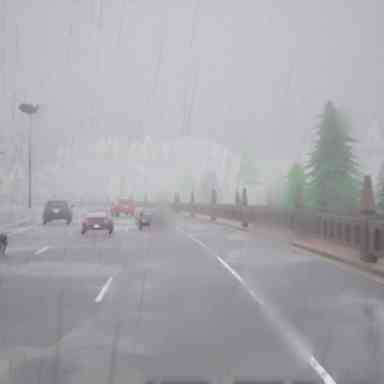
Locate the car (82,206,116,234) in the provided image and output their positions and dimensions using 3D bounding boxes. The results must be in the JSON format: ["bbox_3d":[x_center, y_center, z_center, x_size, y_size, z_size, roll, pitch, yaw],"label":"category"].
[{"bbox_3d":[-6.116,1.875,21.801,1.812,1.442,4.674,0,-1,-13],"label":"car"}]

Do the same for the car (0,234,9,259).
[{"bbox_3d":[-7.670,1.788,10.520,1.895,1.301,4.718,0,-1,-6],"label":"car"}]

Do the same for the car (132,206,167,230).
[{"bbox_3d":[-3.116,1.972,24.425,1.895,1.301,4.718,0,-1,-14],"label":"car"}]

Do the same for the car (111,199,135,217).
[{"bbox_3d":[-8.460,1.877,40.455,2.150,2.045,5.566,0,-1,-22],"label":"car"}]

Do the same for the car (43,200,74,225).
[{"bbox_3d":[-11.812,1.725,29.519,2.150,2.045,5.566,0,-1,-17],"label":"car"}]
